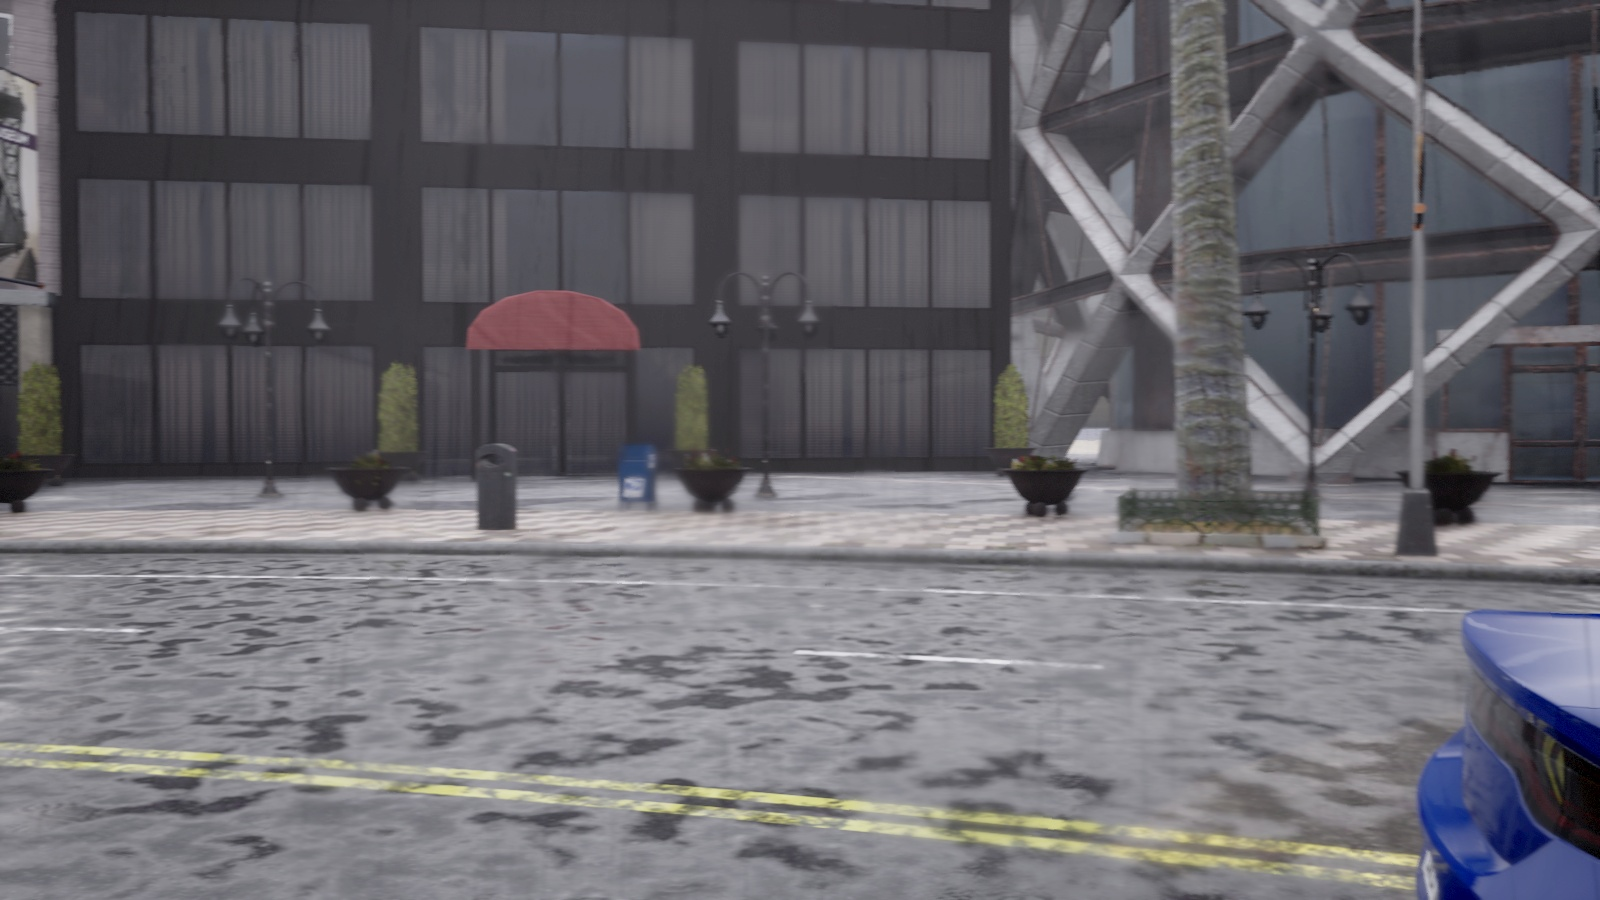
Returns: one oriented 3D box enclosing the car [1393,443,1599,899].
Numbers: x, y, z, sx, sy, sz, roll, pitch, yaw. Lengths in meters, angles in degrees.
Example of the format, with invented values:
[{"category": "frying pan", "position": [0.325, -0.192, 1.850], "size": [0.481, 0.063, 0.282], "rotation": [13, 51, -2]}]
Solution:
[{"category": "car", "position": [3.660, 0.784, 1.786], "size": [5.008, 1.535, 1.882], "rotation": [1, 1, 23]}]
